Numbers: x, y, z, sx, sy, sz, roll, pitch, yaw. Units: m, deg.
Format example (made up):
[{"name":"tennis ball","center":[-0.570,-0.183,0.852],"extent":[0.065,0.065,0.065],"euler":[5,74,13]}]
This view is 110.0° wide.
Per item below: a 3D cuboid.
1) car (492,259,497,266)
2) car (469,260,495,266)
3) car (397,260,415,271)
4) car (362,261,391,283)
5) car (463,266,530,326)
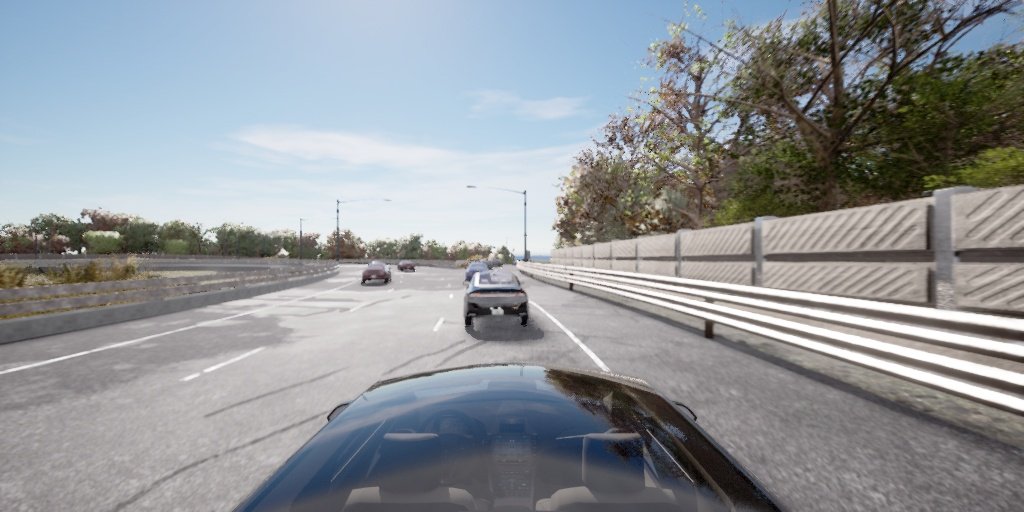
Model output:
[{"name":"car","center":[-3.822,1.261,53.262],"extent":[2.128,1.511,4.902],"euler":[0,0,1]},{"name":"car","center":[-2.539,1.287,26.765],"extent":[1.812,1.442,4.674],"euler":[0,0,-7]},{"name":"car","center":[-14.482,1.329,48.884],"extent":[1.812,1.442,4.674],"euler":[0,0,-25]},{"name":"car","center":[-10.513,1.312,28.002],"extent":[1.812,1.442,4.674],"euler":[0,0,-14]},{"name":"car","center":[-0.572,1.244,11.691],"extent":[2.128,1.511,4.902],"euler":[0,0,-5]}]
